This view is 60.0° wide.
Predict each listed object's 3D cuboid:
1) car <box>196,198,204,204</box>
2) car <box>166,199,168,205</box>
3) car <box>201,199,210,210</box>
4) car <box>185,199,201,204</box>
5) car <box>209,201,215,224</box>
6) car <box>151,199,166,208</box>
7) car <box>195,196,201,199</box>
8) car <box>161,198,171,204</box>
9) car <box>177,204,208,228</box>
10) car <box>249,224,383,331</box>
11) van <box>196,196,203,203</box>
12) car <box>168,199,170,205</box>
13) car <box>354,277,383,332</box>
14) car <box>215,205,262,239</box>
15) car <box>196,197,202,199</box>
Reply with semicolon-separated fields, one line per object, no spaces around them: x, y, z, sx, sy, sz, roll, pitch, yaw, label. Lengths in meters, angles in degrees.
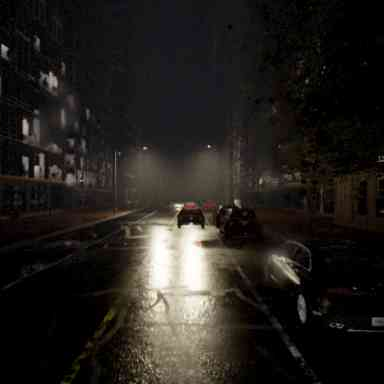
2.074;2.274;86.563;1.947;1.339;4.313;0;0;0;car
-6.142;2.139;63.743;1.802;1.307;4.206;0;0;0;car
2.363;1.949;46.720;1.887;1.381;4.507;0;0;0;car
-0.201;1.938;42.289;1.994;1.385;4.181;0;0;0;car
2.527;1.651;23.952;1.967;1.590;4.097;0;0;0;car
-6.100;2.058;58.050;1.887;1.381;4.507;0;0;0;car
2.156;2.190;75.180;1.947;1.339;4.313;0;0;0;car
-6.266;2.251;80.819;1.947;1.339;4.313;0;0;0;car
-0.071;1.820;24.205;1.895;1.301;4.718;0;0;0;car
2.651;1.611;6.875;2.008;1.369;4.403;0;-1;0;car
2.033;2.089;92.259;1.690;1.788;3.998;0;0;0;van
-6.224;2.187;75.127;1.887;1.381;4.507;0;0;0;car
2.692;1.557;1.183;2.008;1.369;4.403;0;-1;0;car
2.568;1.601;18.261;1.967;1.590;4.097;0;-1;0;car
2.239;2.104;63.796;1.947;1.339;4.313;0;0;0;car
